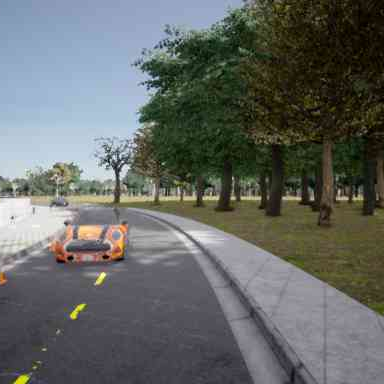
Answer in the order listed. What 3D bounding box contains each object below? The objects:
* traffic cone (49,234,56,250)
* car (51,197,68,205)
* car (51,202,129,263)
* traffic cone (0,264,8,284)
[{"bbox_3d":[-5.418,1.964,13.099,0.340,0.580,0.340,0,0,-9],"label":"traffic cone"},{"bbox_3d":[-21.339,1.602,53.709,1.837,1.490,4.892,0,0,-37],"label":"car"},{"bbox_3d":[-3.396,1.359,12.040,2.097,1.767,4.553,0,0,-8],"label":"car"},{"bbox_3d":[-4.817,1.959,8.272,0.340,0.580,0.340,0,0,-6],"label":"traffic cone"}]
